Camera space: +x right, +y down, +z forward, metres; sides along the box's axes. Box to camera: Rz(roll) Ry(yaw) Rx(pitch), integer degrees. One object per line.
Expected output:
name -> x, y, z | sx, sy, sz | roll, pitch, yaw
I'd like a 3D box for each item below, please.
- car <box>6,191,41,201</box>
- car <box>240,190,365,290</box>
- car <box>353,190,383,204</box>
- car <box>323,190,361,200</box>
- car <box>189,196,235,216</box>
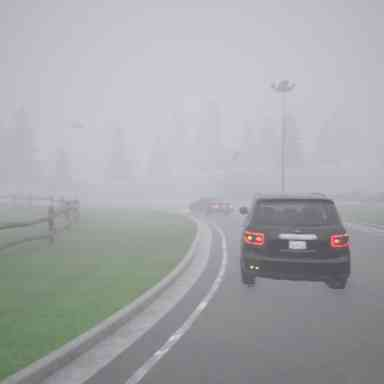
car -> -25.252, 0.579, 49.755 | 4.892, 1.490, 1.837 | 0, 1, 2
car -> 2.452, 1.020, 8.779 | 2.150, 2.045, 5.566 | 0, 1, 11
car -> 20.884, 0.639, 36.886 | 4.674, 1.442, 1.812 | 0, 1, 3
car -> 21.275, 0.416, 47.363 | 4.674, 1.442, 1.812 | 0, 1, 3
car -> 1.382, 0.997, 25.583 | 2.033, 1.411, 5.357 | -1, 1, -20
